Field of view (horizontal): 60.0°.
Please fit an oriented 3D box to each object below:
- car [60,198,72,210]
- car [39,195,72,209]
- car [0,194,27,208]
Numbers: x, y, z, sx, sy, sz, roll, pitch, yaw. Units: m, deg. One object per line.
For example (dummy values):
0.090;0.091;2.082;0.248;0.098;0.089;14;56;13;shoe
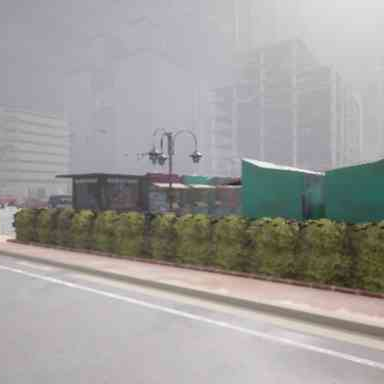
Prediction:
-8.751;1.434;28.318;1.970;1.475;3.806;0;0;34;car
-11.150;1.203;29.940;1.905;1.878;3.866;0;0;34;car
-34.192;1.362;61.314;2.150;2.045;5.566;0;0;34;car
